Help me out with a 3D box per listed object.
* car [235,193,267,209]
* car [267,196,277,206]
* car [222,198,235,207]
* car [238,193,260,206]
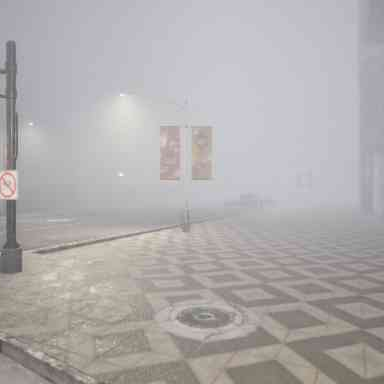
[{"bbox_3d":[8.202,1.189,45.830,2.150,2.045,5.566,0,0,26],"label":"car"},{"bbox_3d":[12.719,1.449,55.159,2.128,1.511,4.902,0,0,26],"label":"car"},{"bbox_3d":[6.150,1.571,49.048,1.895,1.301,4.718,0,0,27],"label":"car"},{"bbox_3d":[9.811,1.183,56.612,2.150,2.045,5.566,0,0,26],"label":"car"}]
